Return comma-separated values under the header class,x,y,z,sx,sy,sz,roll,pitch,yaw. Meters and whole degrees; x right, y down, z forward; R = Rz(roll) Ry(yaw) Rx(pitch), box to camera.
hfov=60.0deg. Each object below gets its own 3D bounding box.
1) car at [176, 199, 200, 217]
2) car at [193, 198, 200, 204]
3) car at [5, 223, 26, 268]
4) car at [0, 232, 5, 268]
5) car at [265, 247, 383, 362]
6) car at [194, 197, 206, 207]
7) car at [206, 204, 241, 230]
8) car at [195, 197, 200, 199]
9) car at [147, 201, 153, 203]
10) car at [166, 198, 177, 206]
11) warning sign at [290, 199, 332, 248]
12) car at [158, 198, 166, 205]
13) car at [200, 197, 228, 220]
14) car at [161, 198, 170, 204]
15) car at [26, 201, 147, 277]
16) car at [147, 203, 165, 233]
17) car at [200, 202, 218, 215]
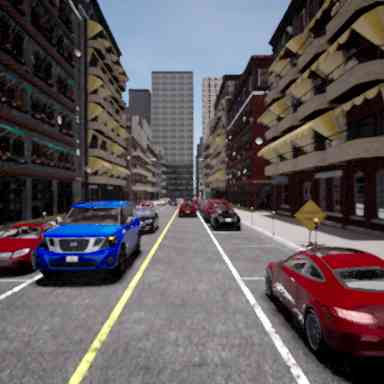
class,x,y,z,sx,sy,sz,roll,pitch,yaw
car,-0.463,1.809,35.393,1.882,1.535,5.008,0,0,-1
car,1.112,2.394,89.103,1.802,1.307,4.206,-1,-1,-1
car,-5.489,1.713,11.279,1.802,1.307,4.206,-1,-1,-1
car,-5.400,1.519,5.732,1.967,1.590,4.097,-1,-1,-1
car,2.486,1.627,5.883,1.802,1.307,4.206,-1,-1,-1
car,1.473,1.925,66.914,2.192,1.841,5.009,-1,-1,-1
car,2.207,1.766,22.527,1.947,1.339,4.313,-1,-1,-1
car,1.659,2.059,55.815,2.008,1.369,4.403,-1,-1,-1
car,-6.039,1.881,44.569,1.967,1.590,4.097,-1,-1,-1
car,-3.875,2.134,69.618,1.837,1.490,4.892,0,-1,-1
warning sign,4.753,1.219,13.384,1.300,1.860,1.060,0,0,-1
car,-6.491,2.219,72.139,1.752,1.417,4.829,-1,-1,-1
car,2.111,1.567,28.077,2.192,1.841,5.009,-1,-1,-1
car,-6.678,2.236,83.406,1.967,1.590,4.097,-1,-1,-1
car,-3.013,1.339,11.002,2.150,2.045,5.566,0,-1,-1
car,-3.170,1.706,21.383,2.128,1.511,4.902,0,-1,-1
car,1.933,1.937,39.171,1.802,1.307,4.206,-1,-1,-1
